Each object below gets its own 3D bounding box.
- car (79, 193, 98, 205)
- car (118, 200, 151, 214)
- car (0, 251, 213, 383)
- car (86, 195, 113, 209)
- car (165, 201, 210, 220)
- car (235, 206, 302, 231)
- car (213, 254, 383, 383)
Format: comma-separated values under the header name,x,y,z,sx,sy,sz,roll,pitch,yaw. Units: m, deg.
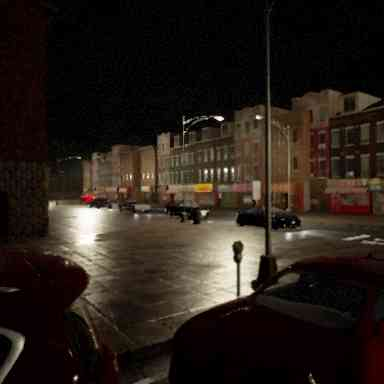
name,x,y,z,sx,sy,sz,roll,pitch,yaw
car,-17.553,1.195,56.951,2.150,2.045,5.566,-1,0,-35
car,-6.301,1.586,36.042,1.895,1.301,4.718,-1,0,-35
car,-2.589,1.316,0.972,5.009,1.841,2.192,0,0,-35
car,-12.214,1.514,44.434,1.812,1.442,4.674,-1,0,-35
car,-0.471,1.479,27.825,2.128,1.511,4.902,-1,0,-35
car,4.640,1.559,20.632,1.994,1.385,4.181,-1,0,-35
car,1.836,1.543,4.126,4.507,1.381,1.887,0,0,-35
